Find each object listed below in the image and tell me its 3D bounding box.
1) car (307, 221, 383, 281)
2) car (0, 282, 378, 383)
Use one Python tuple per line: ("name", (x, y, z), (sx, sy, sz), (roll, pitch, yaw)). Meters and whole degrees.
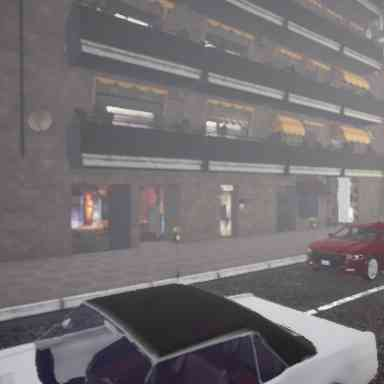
("car", (5.299, 1.606, 10.024), (4.507, 1.381, 1.887), (0, -1, -36))
("car", (-0.527, 1.615, 2.692), (4.718, 1.301, 1.895), (0, 0, -36))
